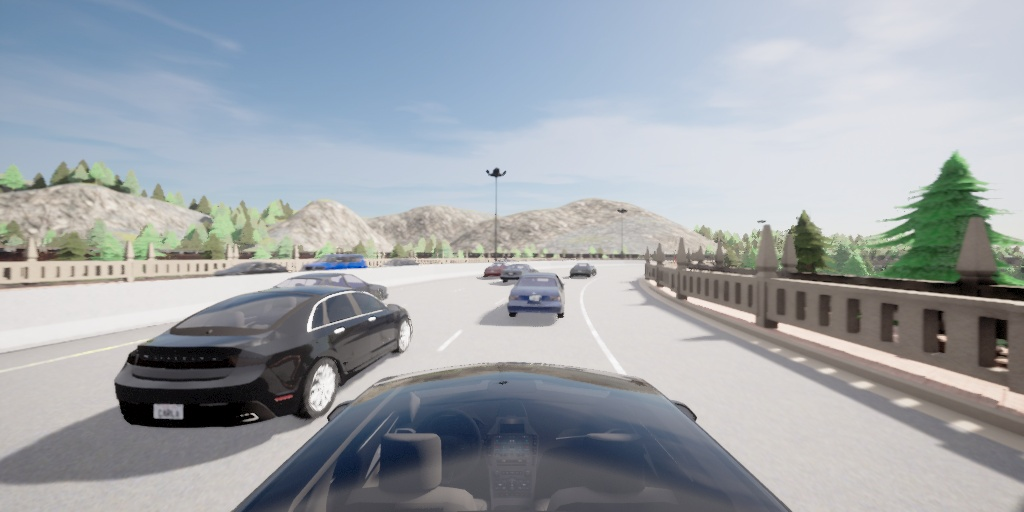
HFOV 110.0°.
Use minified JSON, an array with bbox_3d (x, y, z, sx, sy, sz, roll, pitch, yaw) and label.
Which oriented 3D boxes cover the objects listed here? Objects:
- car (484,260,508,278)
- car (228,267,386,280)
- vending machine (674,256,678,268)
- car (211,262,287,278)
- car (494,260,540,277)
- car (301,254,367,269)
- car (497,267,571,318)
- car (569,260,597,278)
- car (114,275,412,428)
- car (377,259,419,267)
[{"bbox_3d":[-1.022,1.294,33.063,1.994,1.385,4.181,0,0,20],"label":"car"},{"bbox_3d":[-6.163,1.263,12.073,2.033,1.411,5.357,0,0,7],"label":"car"},{"bbox_3d":[19.666,1.019,42.354,1.100,2.100,0.880,0,0,32],"label":"vending machine"},{"bbox_3d":[-18.167,1.156,25.100,1.837,1.490,4.892,0,0,14],"label":"car"},{"bbox_3d":[0.665,1.288,27.417,2.033,1.411,5.357,0,0,17],"label":"car"},{"bbox_3d":[-13.824,0.894,28.177,2.150,2.045,5.566,0,0,16],"label":"car"},{"bbox_3d":[1.019,1.297,13.127,2.033,1.411,5.357,0,0,8],"label":"car"},{"bbox_3d":[6.822,1.331,34.003,1.994,1.385,4.181,0,0,22],"label":"car"},{"bbox_3d":[-3.154,1.238,5.842,1.837,1.490,4.892,0,0,3],"label":"car"},{"bbox_3d":[-9.605,1.042,30.023,2.097,1.767,4.553,0,0,17],"label":"car"}]
